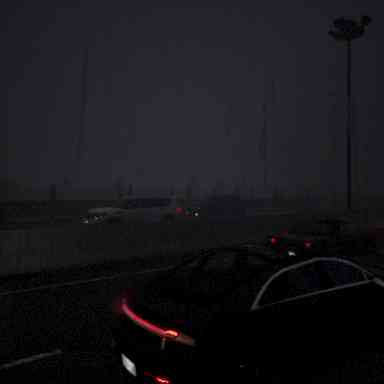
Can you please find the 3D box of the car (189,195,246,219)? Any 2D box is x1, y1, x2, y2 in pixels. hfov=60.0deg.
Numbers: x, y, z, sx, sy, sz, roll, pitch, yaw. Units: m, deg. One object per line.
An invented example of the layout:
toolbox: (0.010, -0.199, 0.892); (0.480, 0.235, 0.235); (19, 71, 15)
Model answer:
car: (1.867, 1.230, 26.820); (5.566, 2.045, 2.150); (0, 0, -35)

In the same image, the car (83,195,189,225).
car: (-3.221, 1.226, 18.892); (5.566, 2.045, 2.150); (0, 0, -35)

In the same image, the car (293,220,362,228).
car: (4.846, 1.607, 11.504); (4.718, 1.301, 1.895); (0, 0, -36)

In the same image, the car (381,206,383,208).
car: (19.031, 1.567, 30.431); (5.357, 1.411, 2.033); (0, 0, -35)

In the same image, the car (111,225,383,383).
car: (1.343, 1.494, 4.705); (4.902, 1.511, 2.128); (0, 0, -36)
